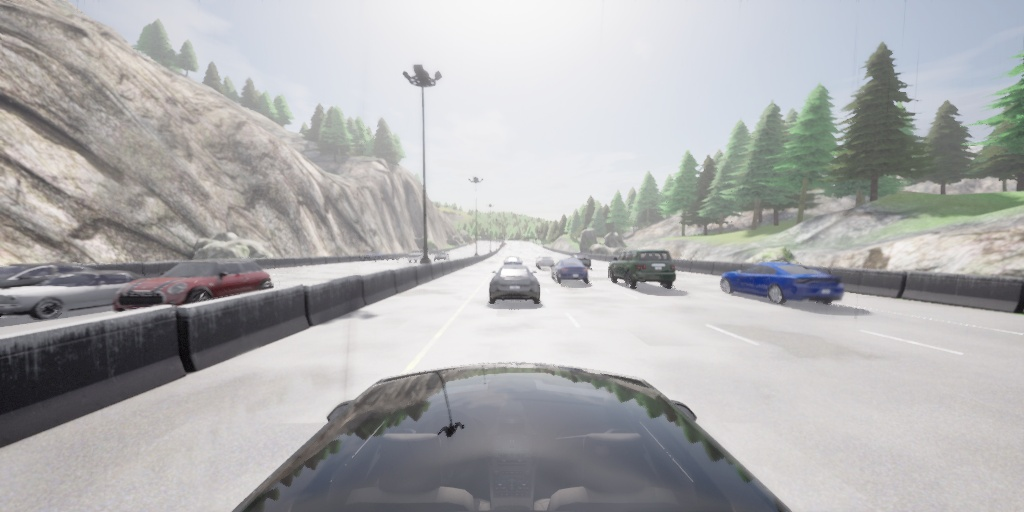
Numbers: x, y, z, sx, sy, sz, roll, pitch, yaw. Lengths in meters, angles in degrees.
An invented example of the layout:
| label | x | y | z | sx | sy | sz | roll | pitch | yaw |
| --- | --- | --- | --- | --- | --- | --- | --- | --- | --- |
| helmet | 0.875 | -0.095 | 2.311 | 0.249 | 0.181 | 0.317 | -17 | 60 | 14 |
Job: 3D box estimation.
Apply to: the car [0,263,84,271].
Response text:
| label | x | y | z | sx | sy | sz | roll | pitch | yaw |
| --- | --- | --- | --- | --- | --- | --- | --- | --- | --- |
| car | -17.600 | 1.044 | 13.010 | 2.128 | 1.511 | 4.902 | 0 | 1 | 0 |

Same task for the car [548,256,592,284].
| label | x | y | z | sx | sy | sz | roll | pitch | yaw |
| --- | --- | --- | --- | --- | --- | --- | --- | --- | --- |
| car | 3.599 | 0.909 | 22.590 | 1.812 | 1.442 | 4.674 | 0 | 1 | 0 |

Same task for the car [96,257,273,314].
| label | x | y | z | sx | sy | sz | roll | pitch | yaw |
| --- | --- | --- | --- | --- | --- | --- | --- | --- | --- |
| car | -10.600 | 0.914 | 12.397 | 2.097 | 1.767 | 4.553 | 0 | 1 | 0 |

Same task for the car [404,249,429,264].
| label | x | y | z | sx | sy | sz | roll | pitch | yaw |
| --- | --- | --- | --- | --- | --- | --- | --- | --- | --- |
| car | -14.002 | -0.034 | 54.038 | 2.150 | 2.045 | 5.566 | 0 | 1 | 0 |

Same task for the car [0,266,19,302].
| label | x | y | z | sx | sy | sz | roll | pitch | yaw |
| --- | --- | --- | --- | --- | --- | --- | --- | --- | --- |
| car | -21.100 | 1.125 | 12.519 | 1.994 | 1.385 | 4.181 | 0 | 1 | 0 |

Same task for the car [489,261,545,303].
| label | x | y | z | sx | sy | sz | roll | pitch | yaw |
| --- | --- | --- | --- | --- | --- | --- | --- | --- | --- |
| car | 0.099 | 1.080 | 15.045 | 1.994 | 1.385 | 4.181 | 0 | 1 | 0 |

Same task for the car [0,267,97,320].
| label | x | y | z | sx | sy | sz | roll | pitch | yaw |
| --- | --- | --- | --- | --- | --- | --- | --- | --- | --- |
| car | -14.102 | 1.175 | 11.761 | 1.895 | 1.301 | 4.718 | 0 | 1 | 0 |

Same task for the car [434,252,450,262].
| label | x | y | z | sx | sy | sz | roll | pitch | yaw |
| --- | --- | --- | --- | --- | --- | --- | --- | --- | --- |
| car | -10.502 | 0.137 | 54.068 | 1.837 | 1.490 | 4.892 | 0 | 1 | 0 |

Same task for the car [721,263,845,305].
| label | x | y | z | sx | sy | sz | roll | pitch | yaw |
| --- | --- | --- | --- | --- | --- | --- | --- | --- | --- |
| car | 10.599 | 1.001 | 14.574 | 1.882 | 1.535 | 5.008 | 0 | 1 | 0 |

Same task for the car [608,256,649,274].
| label | x | y | z | sx | sy | sz | roll | pitch | yaw |
| --- | --- | --- | --- | --- | --- | --- | --- | --- | --- |
| car | 10.598 | 0.745 | 33.150 | 2.033 | 1.411 | 5.357 | 0 | 1 | 0 |

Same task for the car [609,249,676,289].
| label | x | y | z | sx | sy | sz | roll | pitch | yaw |
| --- | --- | --- | --- | --- | --- | --- | --- | --- | --- |
| car | 7.098 | 0.648 | 20.065 | 2.150 | 2.045 | 5.566 | 0 | 1 | 0 |

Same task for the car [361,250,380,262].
| label | x | y | z | sx | sy | sz | roll | pitch | yaw |
| --- | --- | --- | --- | --- | --- | --- | --- | --- | --- |
| car | -21.002 | -0.096 | 54.089 | 2.097 | 1.767 | 4.553 | 0 | 1 | 0 |

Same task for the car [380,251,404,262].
| label | x | y | z | sx | sy | sz | roll | pitch | yaw |
| --- | --- | --- | --- | --- | --- | --- | --- | --- | --- |
| car | -17.502 | 0.011 | 54.058 | 2.128 | 1.511 | 4.902 | 0 | 1 | 0 |

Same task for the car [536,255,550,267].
| label | x | y | z | sx | sy | sz | roll | pitch | yaw |
| --- | --- | --- | --- | --- | --- | --- | --- | --- | --- |
| car | 3.598 | 0.622 | 38.957 | 1.812 | 1.442 | 4.674 | 0 | 1 | 0 |

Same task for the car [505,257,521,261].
| label | x | y | z | sx | sy | sz | roll | pitch | yaw |
| --- | --- | --- | --- | --- | --- | --- | --- | --- | --- |
| car | 0.098 | 0.748 | 32.978 | 2.033 | 1.411 | 5.357 | 0 | 1 | 0 |
